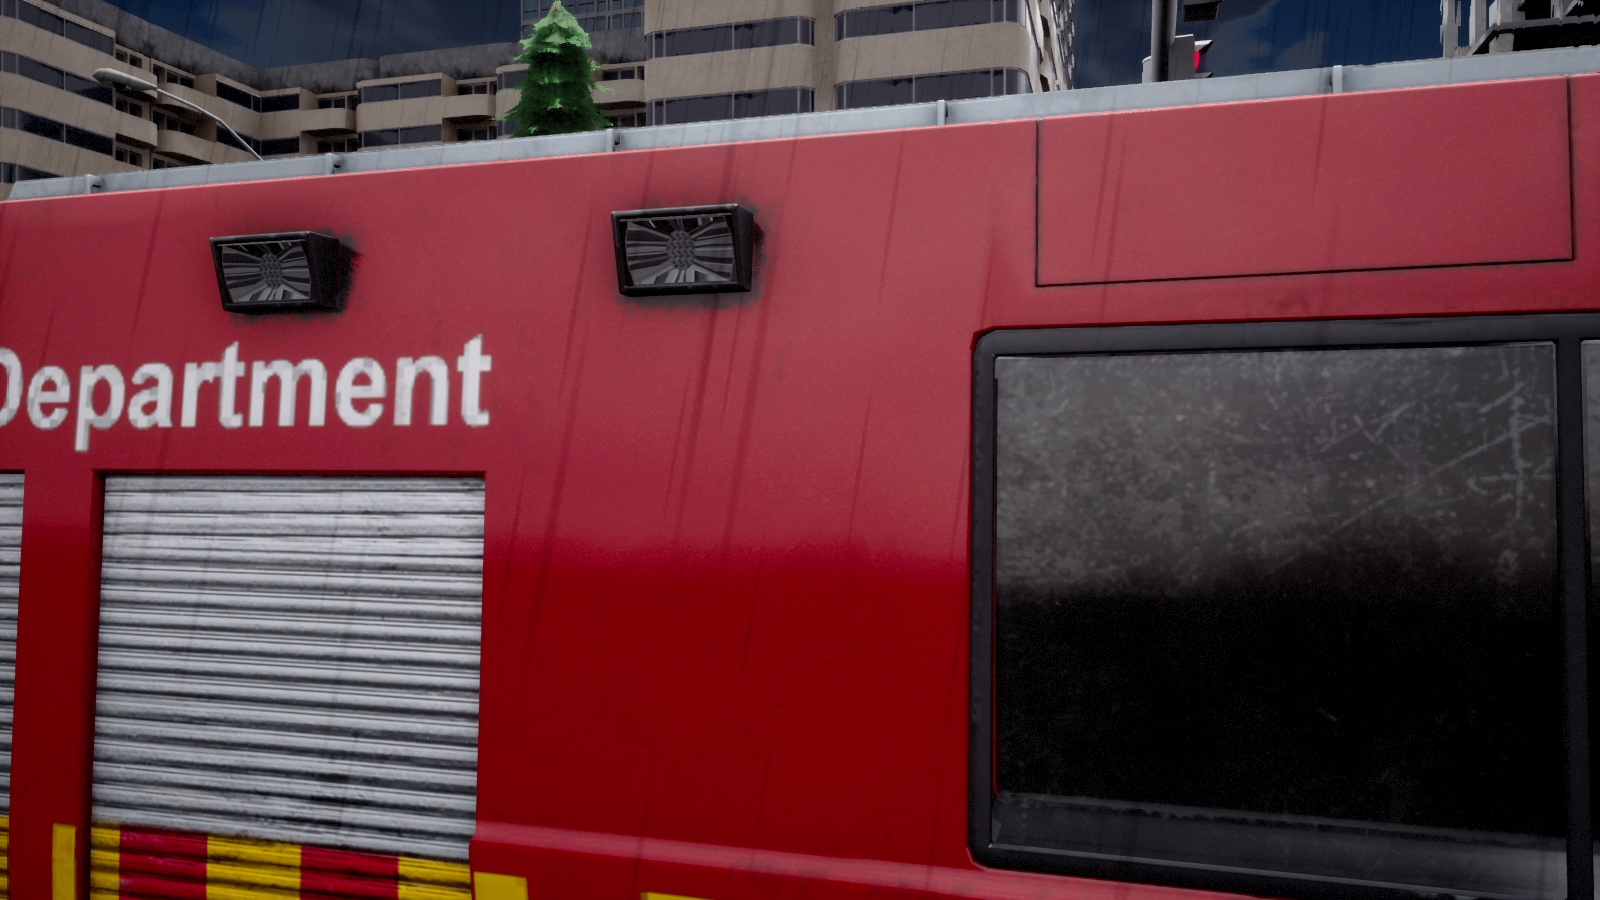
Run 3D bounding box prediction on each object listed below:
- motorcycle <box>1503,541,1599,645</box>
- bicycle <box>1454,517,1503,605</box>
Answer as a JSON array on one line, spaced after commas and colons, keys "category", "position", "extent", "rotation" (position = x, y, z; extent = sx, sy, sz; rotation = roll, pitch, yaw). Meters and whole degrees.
[{"category": "motorcycle", "position": [11.678, 2.155, 17.664], "extent": [0.764, 1.307, 2.356], "rotation": [0, 0, 16]}, {"category": "bicycle", "position": [12.788, 2.060, 21.569], "extent": [0.329, 1.471, 1.835], "rotation": [0, 0, 16]}]
